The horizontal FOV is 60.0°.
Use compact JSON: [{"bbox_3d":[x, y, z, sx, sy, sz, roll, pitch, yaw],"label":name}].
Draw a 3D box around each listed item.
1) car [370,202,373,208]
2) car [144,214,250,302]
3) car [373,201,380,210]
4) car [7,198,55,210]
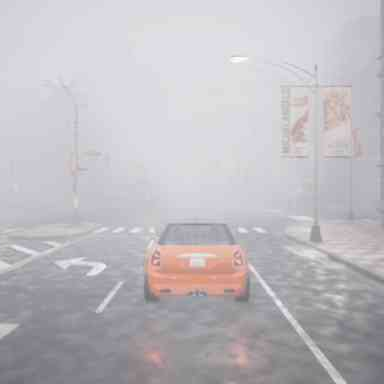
[{"bbox_3d":[24.175,1.435,40.188,4.902,1.511,2.128,0,0,1],"label":"car"},{"bbox_3d":[0.100,1.340,8.394,2.097,1.767,4.553,0,0,0],"label":"car"},{"bbox_3d":[23.115,1.301,36.697,4.553,1.767,2.097,0,0,1],"label":"car"},{"bbox_3d":[-19.577,1.490,40.465,5.357,1.411,2.033,0,0,6],"label":"car"}]
